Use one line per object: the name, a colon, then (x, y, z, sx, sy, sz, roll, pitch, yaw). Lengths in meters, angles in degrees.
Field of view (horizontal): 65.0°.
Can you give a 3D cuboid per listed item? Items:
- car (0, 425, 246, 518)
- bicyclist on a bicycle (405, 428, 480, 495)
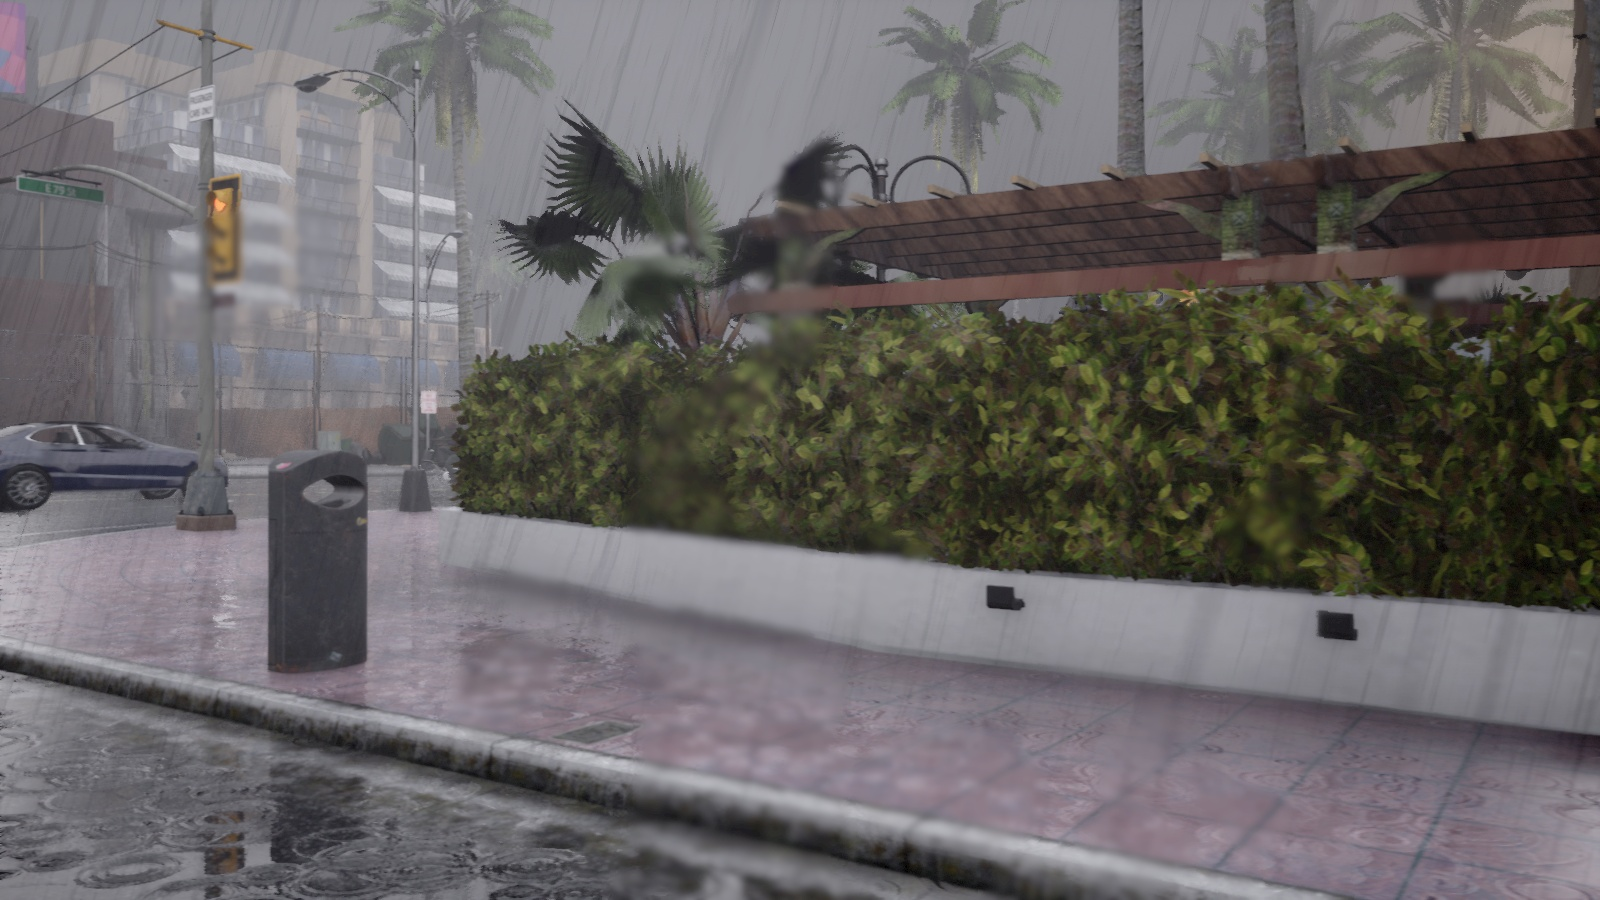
car: (-13.868, 0.356, 24.680, 2.152, 1.651, 5.027, 0, 1, 37)
bicyclist on a bicycle: (-9.642, 0.287, 33.906, 1.843, 1.776, 0.659, -1, 1, -38)
